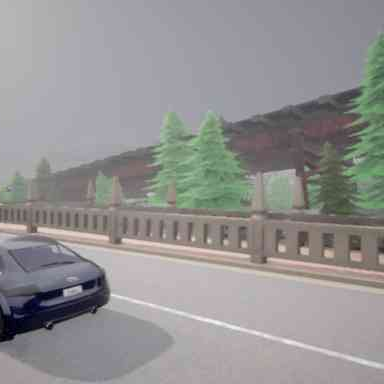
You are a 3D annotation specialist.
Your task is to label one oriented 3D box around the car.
[{"bbox_3d":[-3.549,1.565,6.519,4.181,1.385,1.994,0,0,36],"label":"car"}]
